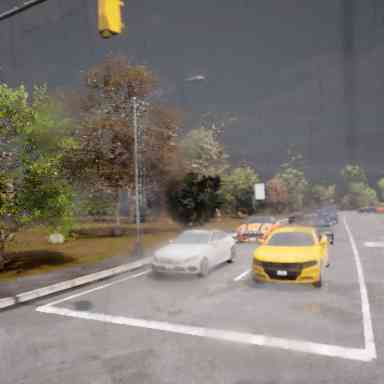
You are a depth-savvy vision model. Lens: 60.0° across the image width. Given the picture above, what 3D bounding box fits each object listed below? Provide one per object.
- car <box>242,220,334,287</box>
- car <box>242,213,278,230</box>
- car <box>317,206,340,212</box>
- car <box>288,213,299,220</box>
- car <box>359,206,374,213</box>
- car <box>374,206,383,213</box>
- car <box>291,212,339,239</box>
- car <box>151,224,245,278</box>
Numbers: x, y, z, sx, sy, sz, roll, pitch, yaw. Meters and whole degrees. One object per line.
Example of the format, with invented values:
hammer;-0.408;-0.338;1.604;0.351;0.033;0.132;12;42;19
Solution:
car;3.406;1.906;10.941;1.882;1.535;5.008;-3;-3;25
car;4.458;2.261;21.603;2.097;1.767;4.553;-3;-3;24
car;16.273;2.657;39.586;2.150;2.045;5.566;-3;-4;24
car;13.109;3.217;41.027;1.895;1.301;4.718;-3;-3;24
car;42.265;4.226;81.388;2.097;1.767;4.553;-4;-4;36
car;45.466;4.048;79.864;2.097;1.767;4.553;-4;-4;36
car;7.483;2.206;19.790;2.128;1.511;4.902;-3;-3;24
car;0.289;2.140;12.509;1.812;1.442;4.674;-3;-3;25
